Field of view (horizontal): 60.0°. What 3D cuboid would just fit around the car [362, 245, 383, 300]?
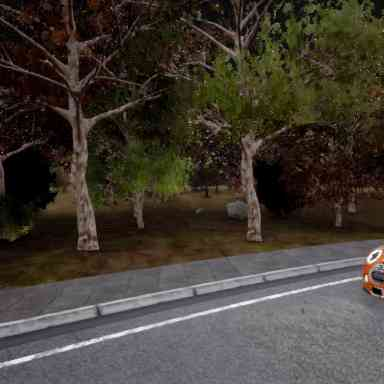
[{"bbox_3d":[5.729,1.300,6.946,4.553,1.767,2.097,0,1,-28],"label":"car"}]
